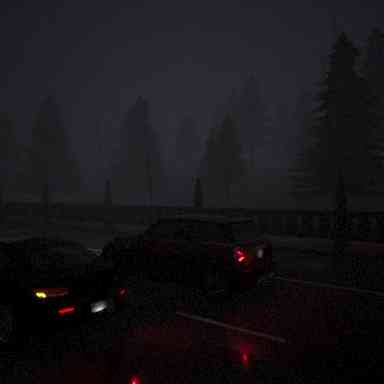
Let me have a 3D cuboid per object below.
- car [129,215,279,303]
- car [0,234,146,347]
[{"bbox_3d":[-0.241,1.362,8.462,4.553,1.767,2.097,0,0,36],"label":"car"},{"bbox_3d":[-3.263,1.539,6.318,4.674,1.442,1.812,0,0,36],"label":"car"}]
